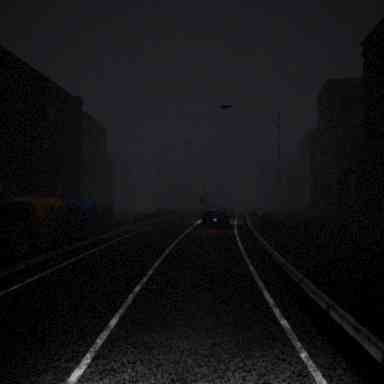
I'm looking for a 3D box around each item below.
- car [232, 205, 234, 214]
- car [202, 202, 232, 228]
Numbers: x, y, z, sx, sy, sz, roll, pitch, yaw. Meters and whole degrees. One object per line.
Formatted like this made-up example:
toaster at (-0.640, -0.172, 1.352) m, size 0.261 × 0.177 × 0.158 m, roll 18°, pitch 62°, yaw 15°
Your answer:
car at (4.132, 1.967, 41.088) m, size 1.812 × 1.442 × 4.674 m, roll 0°, pitch -2°, yaw 8°
car at (1.791, 1.678, 24.113) m, size 1.882 × 1.535 × 5.008 m, roll 0°, pitch -1°, yaw 7°
